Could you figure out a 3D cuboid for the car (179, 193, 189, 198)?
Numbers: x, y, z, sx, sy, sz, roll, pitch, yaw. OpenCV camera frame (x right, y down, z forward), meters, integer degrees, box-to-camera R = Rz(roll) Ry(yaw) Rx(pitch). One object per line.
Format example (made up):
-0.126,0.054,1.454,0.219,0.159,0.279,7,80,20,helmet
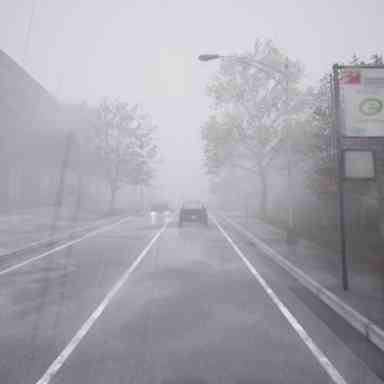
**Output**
-1.797,1.045,80.360,1.882,1.535,5.008,-1,0,10,car

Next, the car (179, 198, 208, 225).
0.090,1.438,23.602,1.882,1.535,5.008,0,0,0,car

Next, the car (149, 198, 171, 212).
-3.602,1.462,38.282,1.812,1.442,4.674,0,0,0,car

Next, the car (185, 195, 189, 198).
0.083,1.456,41.704,1.812,1.442,4.674,0,0,0,car
